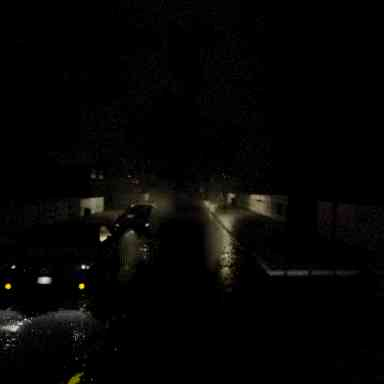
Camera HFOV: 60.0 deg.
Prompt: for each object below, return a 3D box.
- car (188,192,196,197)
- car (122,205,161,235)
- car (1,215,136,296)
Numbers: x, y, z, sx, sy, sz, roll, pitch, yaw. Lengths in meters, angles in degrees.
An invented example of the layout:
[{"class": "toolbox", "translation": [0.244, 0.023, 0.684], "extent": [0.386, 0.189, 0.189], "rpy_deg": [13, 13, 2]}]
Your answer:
[{"class": "car", "translation": [-0.007, 0.773, 89.131], "extent": [1.837, 1.490, 4.892], "rpy_deg": [0, 0, 0]}, {"class": "car", "translation": [-2.751, 1.413, 17.920], "extent": [2.033, 1.411, 5.357], "rpy_deg": [0, 0, 0]}, {"class": "car", "translation": [-2.842, 1.497, 8.400], "extent": [1.994, 1.385, 4.181], "rpy_deg": [0, 0, 0]}]
